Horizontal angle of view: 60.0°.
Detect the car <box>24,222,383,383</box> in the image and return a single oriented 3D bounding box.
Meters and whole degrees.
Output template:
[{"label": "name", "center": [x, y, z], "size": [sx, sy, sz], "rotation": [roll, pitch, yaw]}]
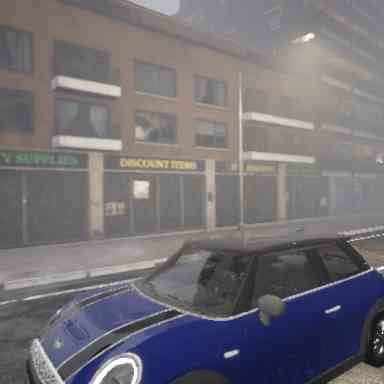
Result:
[{"label": "car", "center": [0.504, 1.342, 4.085], "size": [4.553, 1.767, 2.097], "rotation": [0, 0, -36]}]
